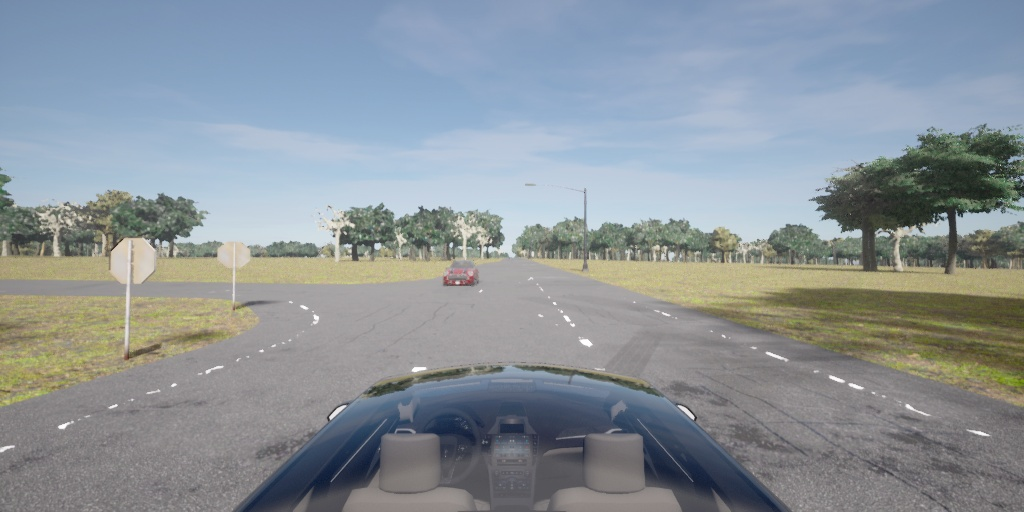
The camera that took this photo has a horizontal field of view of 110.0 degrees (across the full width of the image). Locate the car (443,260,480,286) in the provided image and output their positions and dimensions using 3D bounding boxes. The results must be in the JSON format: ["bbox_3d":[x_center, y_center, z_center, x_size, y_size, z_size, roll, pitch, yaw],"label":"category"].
[{"bbox_3d":[-3.483,1.100,25.159,2.097,1.767,4.553,0,0,0],"label":"car"}]
